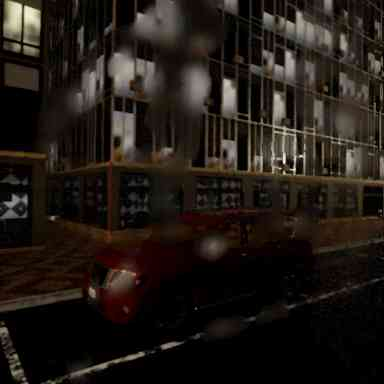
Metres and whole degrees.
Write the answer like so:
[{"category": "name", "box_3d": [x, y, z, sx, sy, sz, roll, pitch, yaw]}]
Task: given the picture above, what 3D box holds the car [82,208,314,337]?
[{"category": "car", "box_3d": [0.438, 1.306, 6.847, 5.009, 1.841, 2.192, 0, 1, -35]}]
